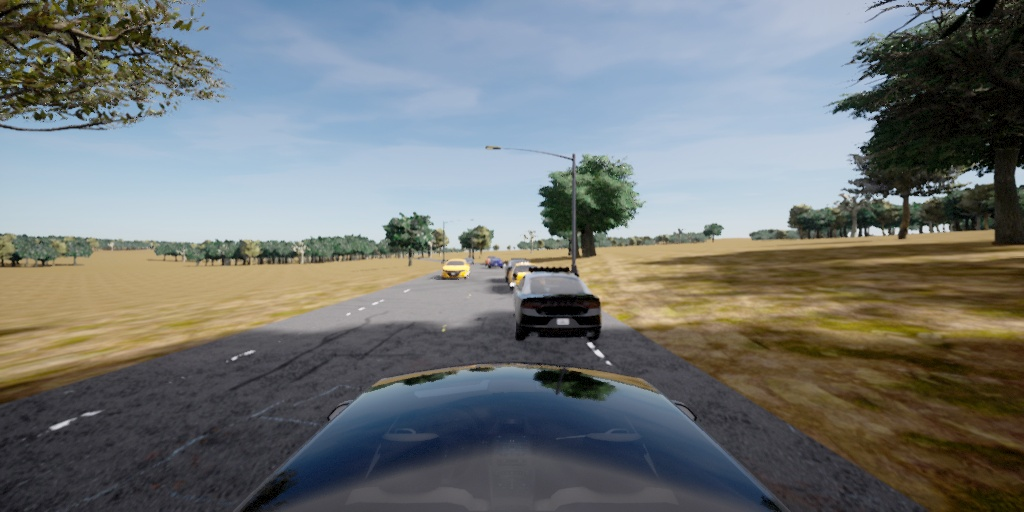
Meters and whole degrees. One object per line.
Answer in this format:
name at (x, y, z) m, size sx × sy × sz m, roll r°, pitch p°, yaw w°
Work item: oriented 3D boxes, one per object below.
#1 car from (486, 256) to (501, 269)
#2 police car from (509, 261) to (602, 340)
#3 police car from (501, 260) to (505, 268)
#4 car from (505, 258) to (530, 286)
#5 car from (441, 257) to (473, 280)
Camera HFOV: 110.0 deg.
car at (-2.230, 0.924, 48.471) m, size 1.812 × 1.442 × 4.674 m, roll 0°, pitch 0°, yaw -5°
police car at (0.986, 1.097, 9.803) m, size 1.930 × 1.638 × 5.238 m, roll 0°, pitch 1°, yaw -1°
police car at (0.452, 0.951, 25.886) m, size 1.930 × 1.638 × 5.238 m, roll 0°, pitch 1°, yaw -3°
car at (0.711, 1.035, 19.938) m, size 1.801 × 1.575 × 5.366 m, roll 0°, pitch 1°, yaw -2°
car at (-4.350, 0.981, 28.195) m, size 1.882 × 1.535 × 5.008 m, roll 0°, pitch 1°, yaw -3°
